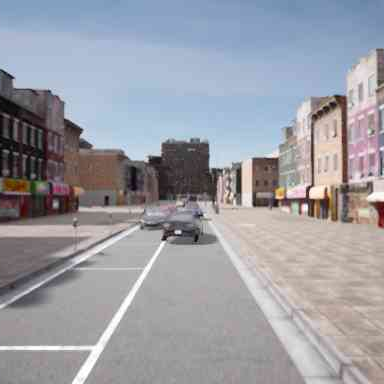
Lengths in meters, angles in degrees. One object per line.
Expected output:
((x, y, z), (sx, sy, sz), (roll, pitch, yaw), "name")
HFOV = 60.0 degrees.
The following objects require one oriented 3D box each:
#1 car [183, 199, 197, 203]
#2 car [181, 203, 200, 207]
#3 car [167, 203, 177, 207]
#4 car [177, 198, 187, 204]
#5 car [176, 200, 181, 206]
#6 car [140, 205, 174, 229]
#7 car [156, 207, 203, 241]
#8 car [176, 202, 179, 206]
((0.128, 2.132, 46.645), (1.837, 1.490, 4.892), (0, -1, 2), "car")
((0.100, 2.033, 33.149), (1.895, 1.301, 4.718), (0, -1, 0), "car")
((-2.623, 1.919, 29.112), (1.887, 1.381, 4.507), (0, -1, 0), "car")
((-2.609, 2.539, 71.883), (1.752, 1.417, 4.829), (0, -1, 0), "car")
((-2.620, 2.053, 39.929), (1.752, 1.417, 4.829), (0, -1, 0), "car")
((-2.625, 1.851, 23.618), (2.008, 1.369, 4.403), (0, -1, 0), "car")
((-0.437, 1.750, 17.892), (1.812, 1.442, 4.674), (0, -1, 5), "car")
((-2.621, 1.997, 34.606), (1.887, 1.381, 4.507), (0, -1, 0), "car")
